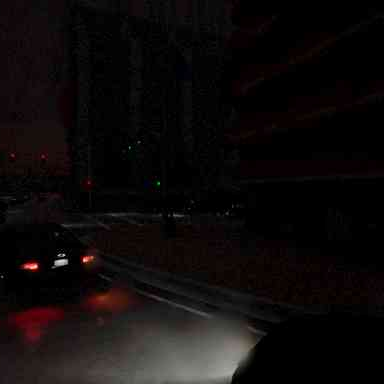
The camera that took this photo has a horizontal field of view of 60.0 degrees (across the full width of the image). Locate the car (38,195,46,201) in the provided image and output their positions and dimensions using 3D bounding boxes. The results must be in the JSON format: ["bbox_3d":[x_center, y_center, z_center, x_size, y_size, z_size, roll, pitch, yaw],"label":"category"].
[{"bbox_3d":[-37.089,1.540,82.302,2.033,1.411,5.357,0,0,-23],"label":"car"}]

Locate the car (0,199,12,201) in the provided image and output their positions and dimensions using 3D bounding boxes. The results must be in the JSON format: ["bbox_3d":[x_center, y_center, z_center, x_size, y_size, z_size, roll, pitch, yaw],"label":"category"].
[{"bbox_3d":[-21.062,1.495,35.438,1.882,1.535,5.008,1,0,-16],"label":"car"}]

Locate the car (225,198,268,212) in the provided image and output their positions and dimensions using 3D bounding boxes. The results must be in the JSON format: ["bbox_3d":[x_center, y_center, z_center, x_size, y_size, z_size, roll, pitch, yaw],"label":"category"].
[{"bbox_3d":[6.624,1.560,40.289,4.892,1.490,1.837,0,0,-23],"label":"car"}]

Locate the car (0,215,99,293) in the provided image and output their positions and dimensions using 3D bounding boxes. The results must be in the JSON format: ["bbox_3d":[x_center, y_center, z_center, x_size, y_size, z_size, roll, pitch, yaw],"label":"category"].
[{"bbox_3d":[-4.351,1.547,9.033,2.033,1.411,5.357,0,0,-39],"label":"car"}]

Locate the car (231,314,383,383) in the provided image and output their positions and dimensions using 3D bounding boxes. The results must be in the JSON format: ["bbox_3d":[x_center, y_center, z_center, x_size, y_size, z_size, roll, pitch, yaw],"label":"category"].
[{"bbox_3d":[2.873,1.547,2.017,5.357,1.411,2.033,0,0,35],"label":"car"}]

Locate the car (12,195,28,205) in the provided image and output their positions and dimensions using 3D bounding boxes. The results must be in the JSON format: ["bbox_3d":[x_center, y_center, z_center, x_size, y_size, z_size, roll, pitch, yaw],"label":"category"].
[{"bbox_3d":[-30.892,1.491,58.971,2.128,1.511,4.902,0,0,-23],"label":"car"}]

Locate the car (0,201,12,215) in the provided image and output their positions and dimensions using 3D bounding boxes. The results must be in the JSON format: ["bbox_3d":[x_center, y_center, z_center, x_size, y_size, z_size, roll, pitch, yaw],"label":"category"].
[{"bbox_3d":[-13.952,1.519,20.165,4.902,1.511,2.128,0,0,-23],"label":"car"}]

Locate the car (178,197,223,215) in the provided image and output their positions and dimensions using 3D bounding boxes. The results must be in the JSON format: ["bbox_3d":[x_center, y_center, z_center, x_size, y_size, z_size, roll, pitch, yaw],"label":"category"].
[{"bbox_3d":[1.464,1.560,34.357,4.892,1.490,1.837,0,0,-23],"label":"car"}]

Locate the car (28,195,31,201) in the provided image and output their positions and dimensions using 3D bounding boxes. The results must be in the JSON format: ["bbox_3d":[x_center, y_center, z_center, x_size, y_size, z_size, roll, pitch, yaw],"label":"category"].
[{"bbox_3d":[-40.176,1.525,80.618,2.128,1.511,4.902,0,0,-23],"label":"car"}]

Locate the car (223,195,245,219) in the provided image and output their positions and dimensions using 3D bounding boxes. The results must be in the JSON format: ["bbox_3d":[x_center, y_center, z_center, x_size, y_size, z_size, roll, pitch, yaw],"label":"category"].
[{"bbox_3d":[5.828,1.277,28.372,5.566,2.045,2.150,0,0,-23],"label":"car"}]

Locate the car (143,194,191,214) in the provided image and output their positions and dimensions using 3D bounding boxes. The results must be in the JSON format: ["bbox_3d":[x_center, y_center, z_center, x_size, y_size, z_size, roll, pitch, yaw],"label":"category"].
[{"bbox_3d":[-2.527,1.277,36.489,5.566,2.045,2.150,0,0,-23],"label":"car"}]
